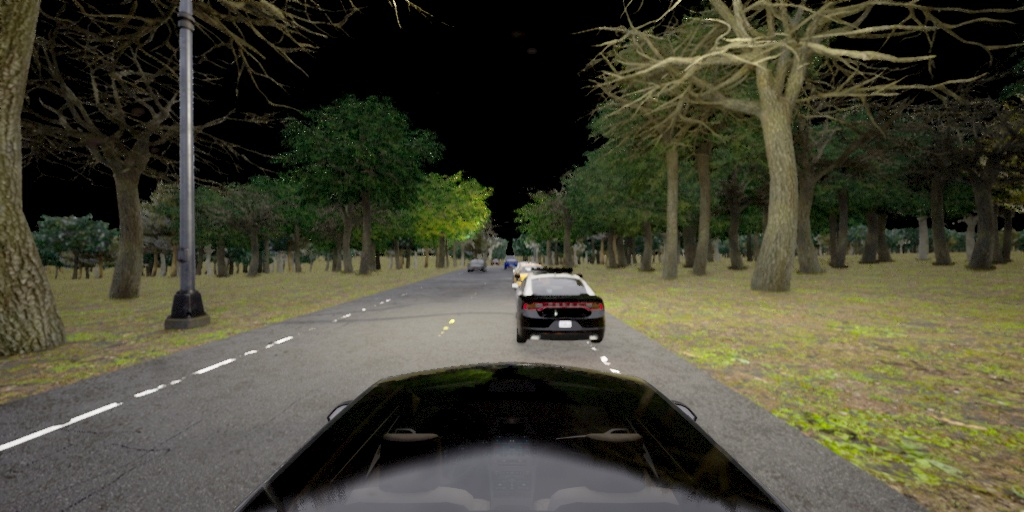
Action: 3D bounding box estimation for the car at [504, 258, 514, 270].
[{"bbox_3d":[-0.064,1.050,48.901,1.882,1.535,5.008,0,0,0],"label":"car"}]

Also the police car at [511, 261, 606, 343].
[{"bbox_3d":[1.036,1.109,9.583,1.930,1.638,5.238,0,0,0],"label":"police car"}]

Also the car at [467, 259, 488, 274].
[{"bbox_3d":[-3.663,1.060,38.311,1.837,1.490,4.892,0,0,0],"label":"car"}]

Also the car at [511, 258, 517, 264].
[{"bbox_3d":[1.016,1.081,19.666,1.801,1.575,5.366,0,0,0],"label":"car"}]
